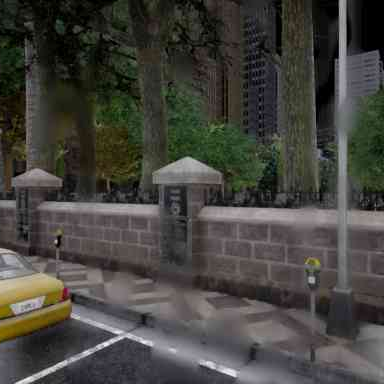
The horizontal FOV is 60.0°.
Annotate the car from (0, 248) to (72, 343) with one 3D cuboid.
[{"bbox_3d":[-4.131,1.526,5.926,4.829,1.417,1.752,0,0,36],"label":"car"}]
